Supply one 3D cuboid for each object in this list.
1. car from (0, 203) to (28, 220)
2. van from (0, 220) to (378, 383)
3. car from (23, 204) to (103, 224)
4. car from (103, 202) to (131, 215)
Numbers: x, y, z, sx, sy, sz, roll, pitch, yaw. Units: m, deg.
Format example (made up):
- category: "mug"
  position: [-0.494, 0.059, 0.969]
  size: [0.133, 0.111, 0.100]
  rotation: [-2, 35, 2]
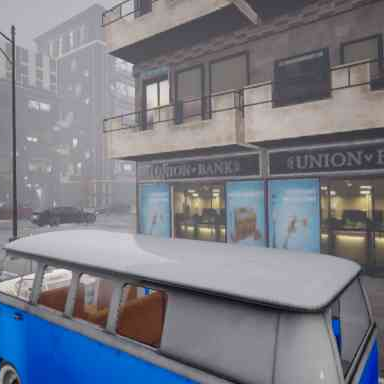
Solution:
- category: "car"
  position: [-15.270, 1.608, 27.301]
  size: [1.967, 1.590, 4.097]
  rotation: [-2, -1, 36]
- category: "van"
  position: [-0.422, 1.342, 3.162]
  size: [3.998, 1.788, 1.690]
  rotation: [0, -1, 36]
- category: "car"
  position: [-8.518, 1.583, 22.334]
  size: [1.947, 1.339, 4.313]
  rotation: [-2, -1, 36]
- category: "car"
  position: [-8.591, 1.797, 36.385]
  size: [1.947, 1.339, 4.313]
  rotation: [-2, -1, 36]
